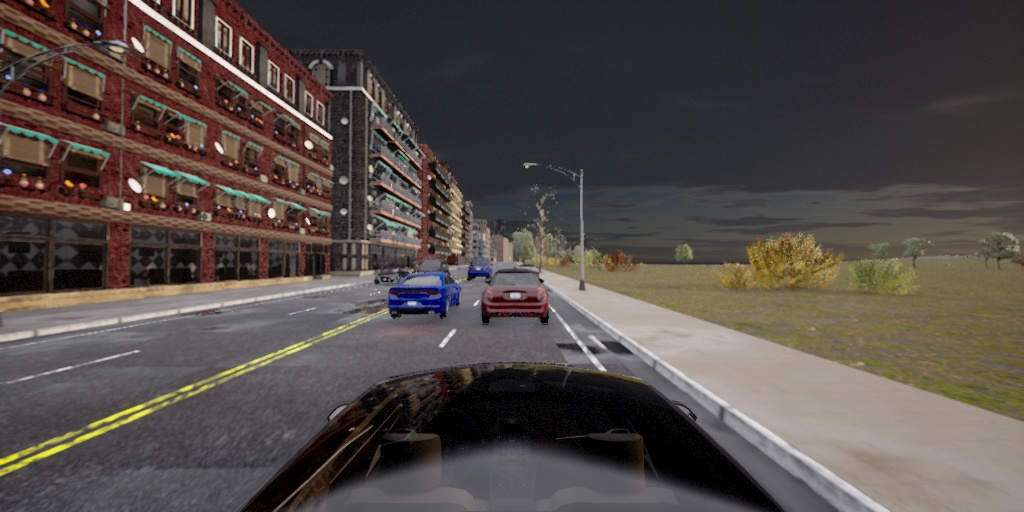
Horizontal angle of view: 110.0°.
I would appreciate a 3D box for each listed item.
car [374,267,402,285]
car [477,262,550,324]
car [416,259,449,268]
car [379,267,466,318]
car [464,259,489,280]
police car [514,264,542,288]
[{"bbox_3d":[-9.851,1.634,29.715,1.994,1.385,4.181,0,-1,0],"label":"car"},{"bbox_3d":[0.095,1.227,12.738,2.097,1.767,4.553,0,-1,0],"label":"car"},{"bbox_3d":[-6.601,1.293,29.883,2.150,2.045,5.566,0,-1,0],"label":"car"},{"bbox_3d":[-3.151,1.366,13.773,1.882,1.535,5.008,0,0,0],"label":"car"},{"bbox_3d":[-3.151,1.367,36.268,2.150,2.045,5.566,0,0,0],"label":"car"},{"bbox_3d":[1.137,1.475,27.981,1.930,1.638,5.238,0,-1,0],"label":"police car"}]
